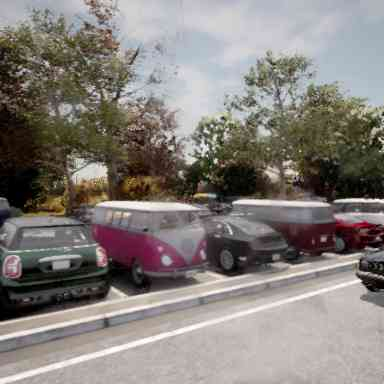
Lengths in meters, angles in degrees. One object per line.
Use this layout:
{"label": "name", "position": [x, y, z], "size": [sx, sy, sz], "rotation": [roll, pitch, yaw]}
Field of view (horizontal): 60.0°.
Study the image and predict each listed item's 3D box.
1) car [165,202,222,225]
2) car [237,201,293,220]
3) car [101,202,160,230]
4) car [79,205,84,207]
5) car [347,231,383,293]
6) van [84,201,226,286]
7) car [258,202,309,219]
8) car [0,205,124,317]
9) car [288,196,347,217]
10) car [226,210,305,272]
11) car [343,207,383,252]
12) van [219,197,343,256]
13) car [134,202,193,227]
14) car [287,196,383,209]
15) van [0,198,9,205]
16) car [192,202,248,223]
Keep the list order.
{"label": "car", "position": [0.028, 1.622, 26.528], "size": [2.163, 1.488, 4.792], "rotation": [1, 0, -36]}
{"label": "car", "position": [6.803, 1.668, 31.418], "size": [2.097, 1.535, 5.008], "rotation": [1, 0, -36]}
{"label": "car", "position": [-4.408, 1.543, 23.154], "size": [1.946, 1.575, 5.366], "rotation": [1, 0, -36]}
{"label": "car", "position": [-6.778, 1.562, 21.680], "size": [2.002, 1.452, 4.674], "rotation": [1, 0, -36]}
{"label": "car", "position": [5.942, 1.676, 7.939], "size": [4.718, 1.301, 1.895], "rotation": [1, 0, -36]}
{"label": "van", "position": [-1.299, 1.274, 9.375], "size": [1.878, 1.987, 4.442], "rotation": [1, 0, -36]}
{"label": "car", "position": [8.963, 1.734, 32.971], "size": [2.002, 1.452, 4.674], "rotation": [1, 0, -36]}
{"label": "car", "position": [-3.629, 1.351, 7.810], "size": [2.185, 1.767, 4.553], "rotation": [1, 0, -36]}
{"label": "car", "position": [13.505, 1.505, 36.198], "size": [2.435, 2.045, 5.566], "rotation": [1, 0, -36]}
{"label": "car", "position": [0.914, 1.524, 11.097], "size": [2.231, 1.521, 4.892], "rotation": [1, 0, -36]}
{"label": "car", "position": [5.470, 1.569, 14.364], "size": [2.097, 1.535, 5.008], "rotation": [1, 0, -36]}
{"label": "van", "position": [3.122, 1.320, 12.830], "size": [1.878, 1.987, 4.442], "rotation": [1, 0, -36]}
{"label": "car", "position": [-2.248, 1.569, 24.925], "size": [2.097, 1.535, 5.008], "rotation": [1, 0, -36]}
{"label": "car", "position": [7.730, 1.341, 16.027], "size": [2.435, 2.045, 5.566], "rotation": [1, 0, -36]}
{"label": "van", "position": [-11.375, 1.250, 18.533], "size": [1.878, 1.987, 4.442], "rotation": [0, 0, -36]}
{"label": "car", "position": [2.257, 1.645, 28.199], "size": [2.163, 1.488, 4.792], "rotation": [1, 0, -36]}
